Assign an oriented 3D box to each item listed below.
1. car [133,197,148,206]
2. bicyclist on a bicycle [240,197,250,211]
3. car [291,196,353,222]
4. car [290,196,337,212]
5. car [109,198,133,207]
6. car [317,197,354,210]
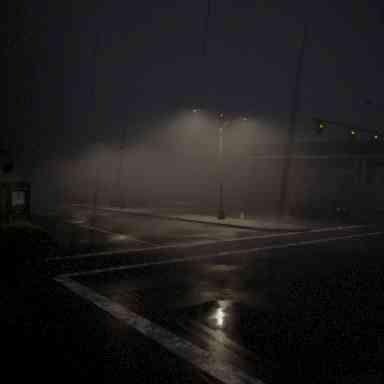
[{"bbox_3d":[-8.748,1.563,53.590,1.994,1.385,4.181,0,0,-35],"label":"car"},{"bbox_3d":[6.289,1.430,39.750,1.656,1.620,0.582,-6,-7,-37],"label":"bicyclist on a bicycle"},{"bbox_3d":[10.204,1.352,26.611,2.097,1.767,4.553,0,0,-35],"label":"car"},{"bbox_3d":[13.867,1.295,38.113,2.242,1.667,4.611,0,0,-35],"label":"car"},{"bbox_3d":[-11.125,1.564,50.712,1.994,1.385,4.181,0,0,-35],"label":"car"},{"bbox_3d":[18.130,1.456,42.039,1.970,1.475,3.806,0,0,-35],"label":"car"}]
